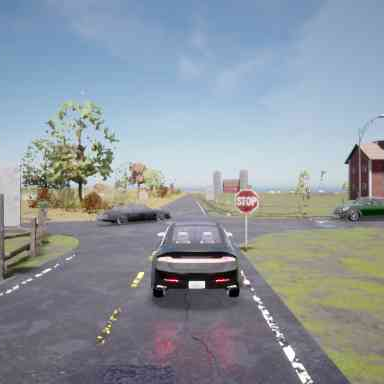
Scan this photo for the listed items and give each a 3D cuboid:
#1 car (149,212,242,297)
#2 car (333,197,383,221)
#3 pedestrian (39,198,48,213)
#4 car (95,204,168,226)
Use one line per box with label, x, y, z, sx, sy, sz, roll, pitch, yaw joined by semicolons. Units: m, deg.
car;0.084;1.490;8.532;2.128;1.511;4.902;0;0;0
car;12.671;1.136;24.103;4.553;1.767;2.097;-1;0;0
pedestrian;-12.207;1.412;27.278;0.375;1.860;0.375;0;1;0
car;-4.195;1.572;24.162;5.357;1.411;2.033;-1;1;-34
